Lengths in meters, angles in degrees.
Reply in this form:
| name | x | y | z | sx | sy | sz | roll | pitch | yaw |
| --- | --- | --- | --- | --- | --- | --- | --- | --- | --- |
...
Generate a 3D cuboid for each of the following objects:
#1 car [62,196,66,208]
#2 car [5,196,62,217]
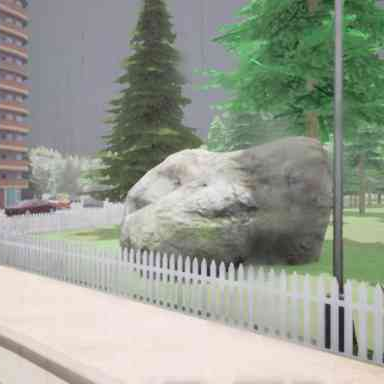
| name | x | y | z | sx | sy | sz | roll | pitch | yaw |
| --- | --- | --- | --- | --- | --- | --- | --- | --- | --- |
| car | -16.312 | 1.259 | 39.759 | 2.097 | 1.767 | 4.553 | 0 | 0 | 2 |
| car | -14.519 | 1.392 | 30.237 | 1.882 | 1.535 | 5.008 | 0 | 0 | 15 |
